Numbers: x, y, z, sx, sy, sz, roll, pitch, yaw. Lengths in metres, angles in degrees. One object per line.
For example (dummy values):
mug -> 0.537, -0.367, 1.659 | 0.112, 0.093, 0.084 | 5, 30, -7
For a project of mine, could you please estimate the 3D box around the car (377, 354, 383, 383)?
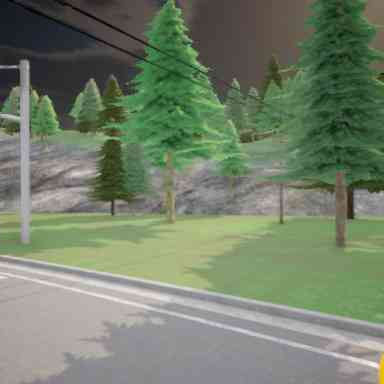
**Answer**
car -> 3.611, 1.455, 1.403 | 5.008, 1.535, 1.882 | -1, 0, 35
